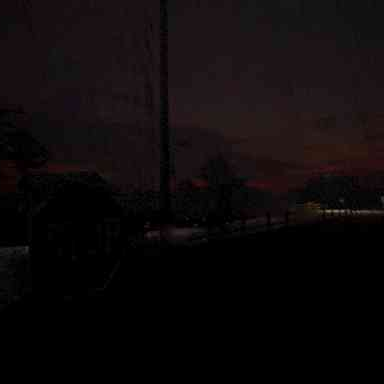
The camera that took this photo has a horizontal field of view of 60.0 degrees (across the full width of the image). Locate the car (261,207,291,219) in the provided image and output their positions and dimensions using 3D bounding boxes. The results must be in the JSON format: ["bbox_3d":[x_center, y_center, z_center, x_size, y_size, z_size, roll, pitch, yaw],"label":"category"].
[{"bbox_3d":[9.563,2.319,37.712,1.895,1.301,4.718,-1,-1,35],"label":"car"}]

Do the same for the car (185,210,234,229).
[{"bbox_3d":[1.449,2.109,26.293,1.895,1.301,4.718,-1,-1,35],"label":"car"}]

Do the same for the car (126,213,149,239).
[{"bbox_3d":[-4.453,1.883,18.045,1.837,1.490,4.892,-1,-1,37],"label":"car"}]
